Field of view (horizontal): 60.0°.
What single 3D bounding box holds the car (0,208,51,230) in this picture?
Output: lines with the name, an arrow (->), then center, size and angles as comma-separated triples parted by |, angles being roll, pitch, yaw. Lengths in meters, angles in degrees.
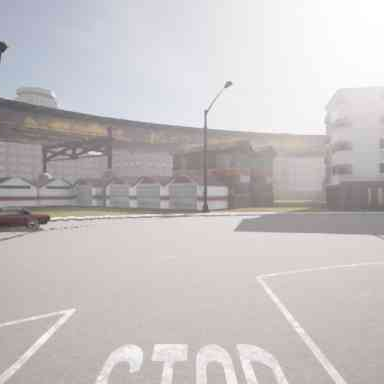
car -> -11.003, 1.598, 19.561 | 4.718, 1.301, 1.895 | 0, 0, -36
